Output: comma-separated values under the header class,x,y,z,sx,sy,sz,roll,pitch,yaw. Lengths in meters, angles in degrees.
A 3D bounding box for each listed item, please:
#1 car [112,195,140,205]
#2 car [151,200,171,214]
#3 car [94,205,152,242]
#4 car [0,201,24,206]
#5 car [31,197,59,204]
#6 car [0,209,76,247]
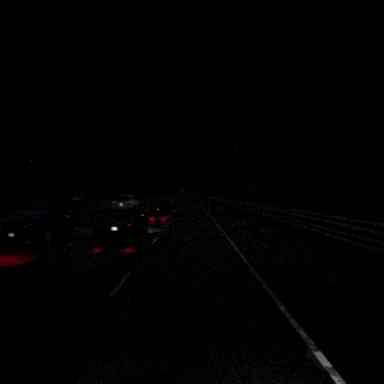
class,x,y,z,sx,sy,sz,roll,pitch,yaw
car,-6.866,1.292,35.023,2.150,2.045,5.566,0,0,0
car,-3.365,1.565,35.805,2.128,1.511,4.902,0,0,0
car,-3.383,1.579,16.523,1.994,1.385,4.181,0,0,0
car,-21.054,1.687,38.803,1.895,1.301,4.718,0,0,0
car,-17.549,1.443,39.828,2.097,1.767,4.553,0,0,0
car,-6.885,1.491,15.203,1.882,1.535,5.008,0,0,0
